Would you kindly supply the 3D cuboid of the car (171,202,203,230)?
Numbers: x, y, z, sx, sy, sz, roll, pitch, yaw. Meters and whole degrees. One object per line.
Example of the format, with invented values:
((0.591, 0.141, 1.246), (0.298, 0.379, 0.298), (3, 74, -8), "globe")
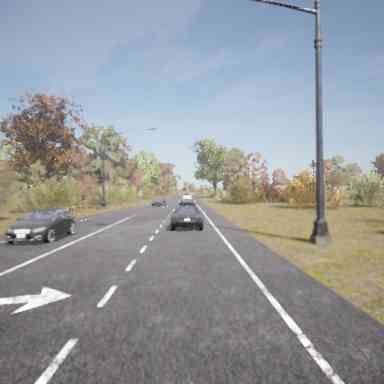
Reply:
((-0.313, 1.573, 21.266), (1.994, 1.385, 4.181), (-1, 0, -1), "car")

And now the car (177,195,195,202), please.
((-0.601, 1.478, 40.507), (1.882, 1.535, 5.008), (-1, 0, -1), "car")

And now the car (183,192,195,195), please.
((-1.112, 1.180, 74.155), (2.150, 2.045, 5.566), (-1, 0, -1), "car")

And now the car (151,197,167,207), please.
((-5.270, 1.586, 53.935), (2.033, 1.411, 5.357), (-1, 0, 6), "car")

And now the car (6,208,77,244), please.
((-7.236, 1.587, 16.449), (2.128, 1.511, 4.902), (-1, 0, -1), "car")
